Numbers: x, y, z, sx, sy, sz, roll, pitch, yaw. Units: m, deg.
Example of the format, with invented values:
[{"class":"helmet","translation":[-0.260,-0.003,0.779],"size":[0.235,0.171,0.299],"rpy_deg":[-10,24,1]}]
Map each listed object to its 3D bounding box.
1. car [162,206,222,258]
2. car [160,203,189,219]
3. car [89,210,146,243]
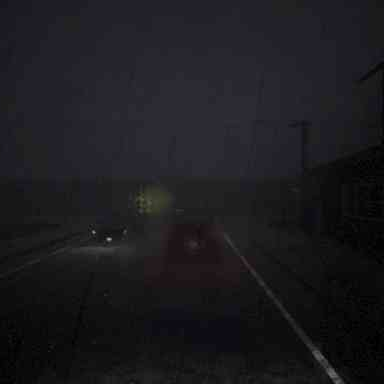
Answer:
[{"class":"car","translation":[0.081,1.553,13.092],"size":[1.882,1.535,5.008],"rpy_deg":[0,0,1]},{"class":"car","translation":[-1.320,1.671,28.316],"size":[2.128,1.511,4.902],"rpy_deg":[0,0,-21]},{"class":"car","translation":[-3.516,1.644,16.833],"size":[2.033,1.411,5.357],"rpy_deg":[0,0,1]}]
